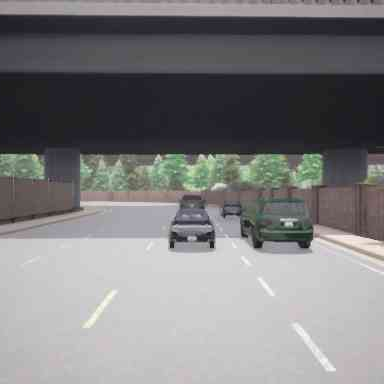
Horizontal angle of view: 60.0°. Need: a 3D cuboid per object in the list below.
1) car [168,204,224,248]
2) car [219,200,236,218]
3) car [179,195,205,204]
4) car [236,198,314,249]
[{"bbox_3d":[0.000,1.492,14.650,2.128,1.511,4.902,0,0,0],"label":"car"},{"bbox_3d":[3.500,1.493,29.650,2.128,1.511,4.902,0,0,0],"label":"car"},{"bbox_3d":[0.000,1.255,29.680,2.150,2.045,5.566,0,0,0],"label":"car"},{"bbox_3d":[3.500,1.255,14.680,2.150,2.045,5.566,0,0,0],"label":"car"}]
